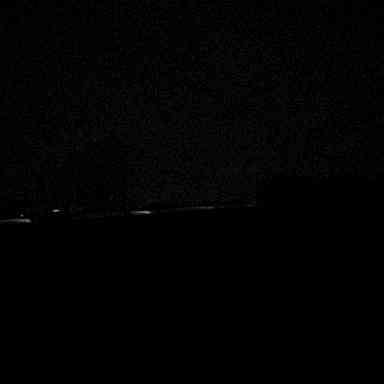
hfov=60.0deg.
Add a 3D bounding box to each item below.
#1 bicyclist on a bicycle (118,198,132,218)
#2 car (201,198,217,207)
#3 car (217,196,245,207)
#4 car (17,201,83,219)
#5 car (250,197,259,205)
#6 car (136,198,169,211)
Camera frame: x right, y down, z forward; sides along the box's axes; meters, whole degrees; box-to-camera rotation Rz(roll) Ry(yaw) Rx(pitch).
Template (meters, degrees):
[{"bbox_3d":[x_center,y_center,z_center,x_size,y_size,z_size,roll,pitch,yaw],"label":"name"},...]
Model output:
[{"bbox_3d":[-5.672,1.351,28.116,1.656,1.620,0.582,0,0,35],"label":"bicyclist on a bicycle"},{"bbox_3d":[3.415,1.576,51.283,1.895,1.301,4.718,-1,-1,36],"label":"car"},{"bbox_3d":[6.256,1.406,50.361,1.882,1.535,5.008,-1,-1,36],"label":"car"},{"bbox_3d":[-12.261,1.533,29.145,2.033,1.411,5.357,-1,-1,35],"label":"car"},{"bbox_3d":[11.958,1.477,58.540,2.128,1.511,4.902,-1,-1,35],"label":"car"},{"bbox_3d":[-4.661,1.486,39.922,1.812,1.442,4.674,-1,-1,35],"label":"car"}]
